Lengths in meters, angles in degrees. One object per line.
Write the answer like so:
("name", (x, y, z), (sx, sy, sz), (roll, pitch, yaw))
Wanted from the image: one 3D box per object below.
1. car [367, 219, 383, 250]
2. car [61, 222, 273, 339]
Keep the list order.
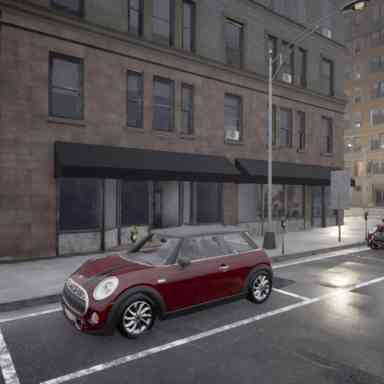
("car", (8.581, 1.445, 12.910), (4.097, 1.590, 1.967), (0, 0, -36))
("car", (-0.351, 1.441, 6.513), (4.097, 1.590, 1.967), (0, 0, -36))
